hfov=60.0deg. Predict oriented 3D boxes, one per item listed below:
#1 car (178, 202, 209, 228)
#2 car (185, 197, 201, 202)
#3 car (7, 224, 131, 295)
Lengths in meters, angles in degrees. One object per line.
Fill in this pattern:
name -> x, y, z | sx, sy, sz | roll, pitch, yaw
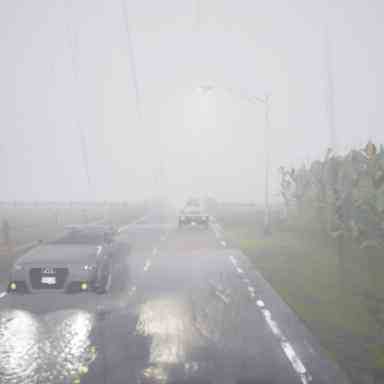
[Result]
car -> 0.087, 1.587, 21.948 | 1.895, 1.301, 4.718 | 0, 0, 0
car -> 0.082, 1.469, 42.720 | 1.837, 1.490, 4.892 | 0, 0, 0
car -> -2.839, 1.559, 8.581 | 1.994, 1.385, 4.181 | 0, 0, 0
